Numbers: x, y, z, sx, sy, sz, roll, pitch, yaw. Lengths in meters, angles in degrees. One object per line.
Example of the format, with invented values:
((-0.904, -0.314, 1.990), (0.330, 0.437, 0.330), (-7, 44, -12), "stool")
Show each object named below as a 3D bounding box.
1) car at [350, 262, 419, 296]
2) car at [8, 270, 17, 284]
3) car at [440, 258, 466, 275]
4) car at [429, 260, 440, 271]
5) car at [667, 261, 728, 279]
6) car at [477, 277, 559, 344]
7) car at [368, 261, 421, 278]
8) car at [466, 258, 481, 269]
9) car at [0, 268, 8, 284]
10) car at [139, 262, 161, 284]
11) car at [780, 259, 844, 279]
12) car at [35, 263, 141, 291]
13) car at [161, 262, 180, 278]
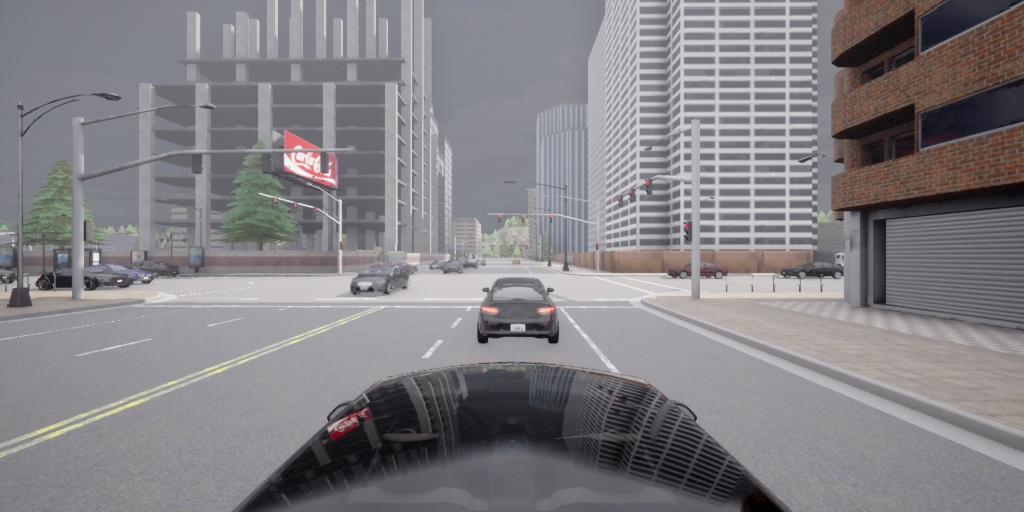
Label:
((-6.906, 1.241, 19.271), (2.128, 1.511, 4.902), (0, 0, 1), "car")
((-37.846, 1.255, 25.091), (4.892, 1.490, 1.837), (0, 0, 0), "car")
((-6.381, 1.255, 39.248), (1.837, 1.490, 4.892), (0, 0, -3), "car")
((-10.039, 1.239, 49.302), (2.128, 1.511, 4.902), (0, 0, 1), "car")
((16.471, 1.228, 31.918), (5.008, 1.535, 1.882), (0, 0, 0), "car")
((0.160, 1.276, 9.502), (1.812, 1.442, 4.674), (0, 0, 1), "car")
((-11.640, 1.297, 35.999), (2.033, 1.411, 5.357), (0, 0, 24), "car")
((-6.449, 1.351, 56.170), (1.895, 1.301, 4.718), (0, 0, 1), "car")
((-34.201, 1.102, 21.566), (4.553, 1.767, 2.097), (0, 0, 0), "car")
((-27.857, 1.276, 25.020), (4.674, 1.442, 1.812), (0, 0, 0), "car")
((26.664, 1.228, 31.838), (5.008, 1.535, 1.882), (0, 0, 0), "car")
((-25.503, 1.314, 21.503), (4.181, 1.385, 1.994), (0, 0, 0), "car")
((-32.763, 1.255, 32.241), (4.892, 1.490, 1.837), (0, 0, 1), "car")
